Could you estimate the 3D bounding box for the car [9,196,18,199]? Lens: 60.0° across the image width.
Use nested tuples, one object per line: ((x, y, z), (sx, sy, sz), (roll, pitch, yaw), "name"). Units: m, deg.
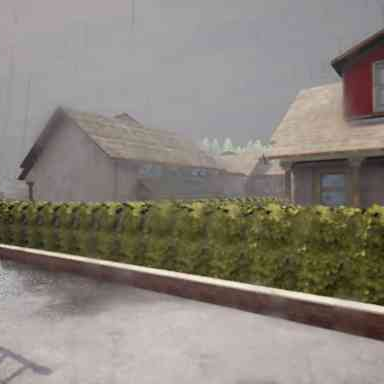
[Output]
((-39.615, 1.798, 74.476), (3.866, 1.878, 1.905), (-1, 0, 35), "car")
